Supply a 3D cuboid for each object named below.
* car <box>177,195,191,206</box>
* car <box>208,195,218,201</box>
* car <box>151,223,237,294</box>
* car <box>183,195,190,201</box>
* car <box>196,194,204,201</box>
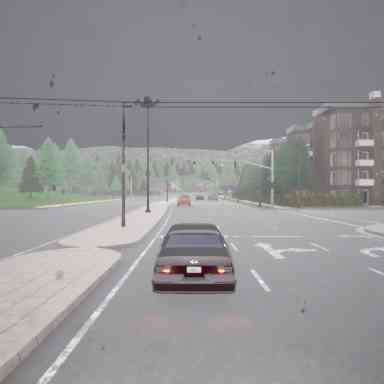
[{"bbox_3d":[-1.312,1.352,54.676,2.097,1.767,4.553,0,0,-1],"label":"car"},{"bbox_3d":[5.550,1.539,85.541,2.033,1.411,5.357,0,0,0],"label":"car"},{"bbox_3d":[0.049,1.547,8.930,2.033,1.411,5.357,0,0,0],"label":"car"},{"bbox_3d":[-1.450,1.523,85.501,1.812,1.442,4.674,0,0,0],"label":"car"},{"bbox_3d":[2.050,1.477,85.536,1.882,1.535,5.008,0,0,0],"label":"car"}]
